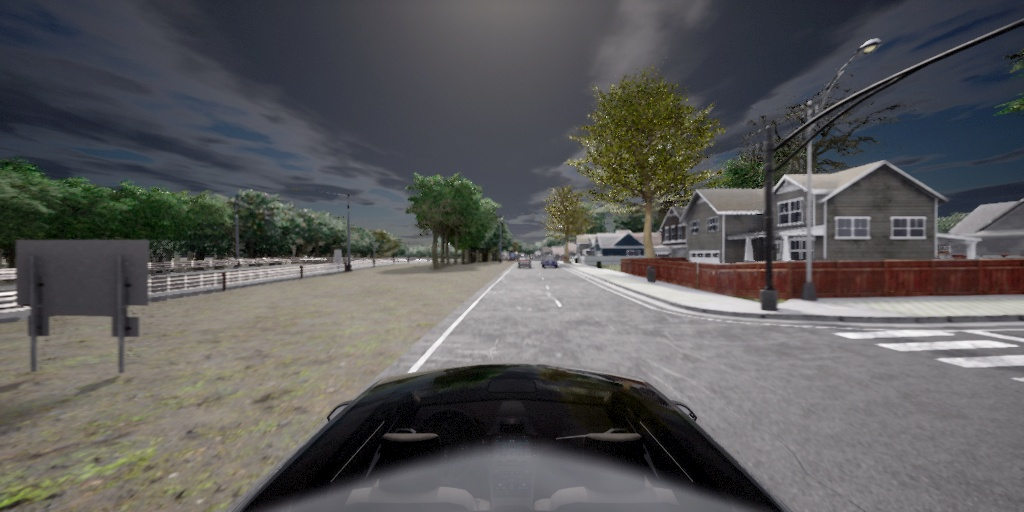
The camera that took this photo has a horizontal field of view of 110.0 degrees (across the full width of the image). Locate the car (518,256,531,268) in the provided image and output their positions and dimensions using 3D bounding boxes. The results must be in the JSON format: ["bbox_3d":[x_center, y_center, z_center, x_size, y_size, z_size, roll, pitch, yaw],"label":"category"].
[{"bbox_3d":[1.771,0.887,50.503,2.128,1.511,4.902,0,1,3],"label":"car"}]

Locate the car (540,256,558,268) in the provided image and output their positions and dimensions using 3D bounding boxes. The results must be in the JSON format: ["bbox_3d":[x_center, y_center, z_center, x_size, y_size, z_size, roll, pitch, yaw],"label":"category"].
[{"bbox_3d":[5.285,0.747,50.723,2.097,1.767,4.553,0,1,3],"label":"car"}]
